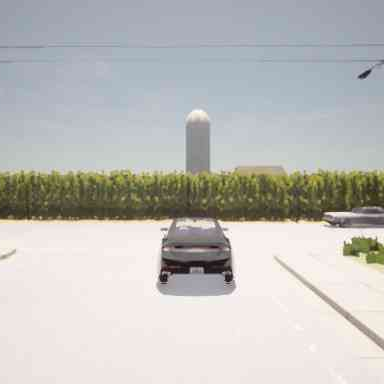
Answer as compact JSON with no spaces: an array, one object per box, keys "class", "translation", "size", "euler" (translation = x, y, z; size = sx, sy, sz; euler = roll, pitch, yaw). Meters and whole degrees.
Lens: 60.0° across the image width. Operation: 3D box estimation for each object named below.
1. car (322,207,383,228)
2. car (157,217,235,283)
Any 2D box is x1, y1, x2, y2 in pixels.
[{"class":"car","translation":[10.894,1.601,21.266],"size":[4.718,1.301,1.895],"euler":[0,0,1]},{"class":"car","translation":[0.080,1.480,9.612],"size":[2.128,1.511,4.902],"euler":[0,0,-1]}]
